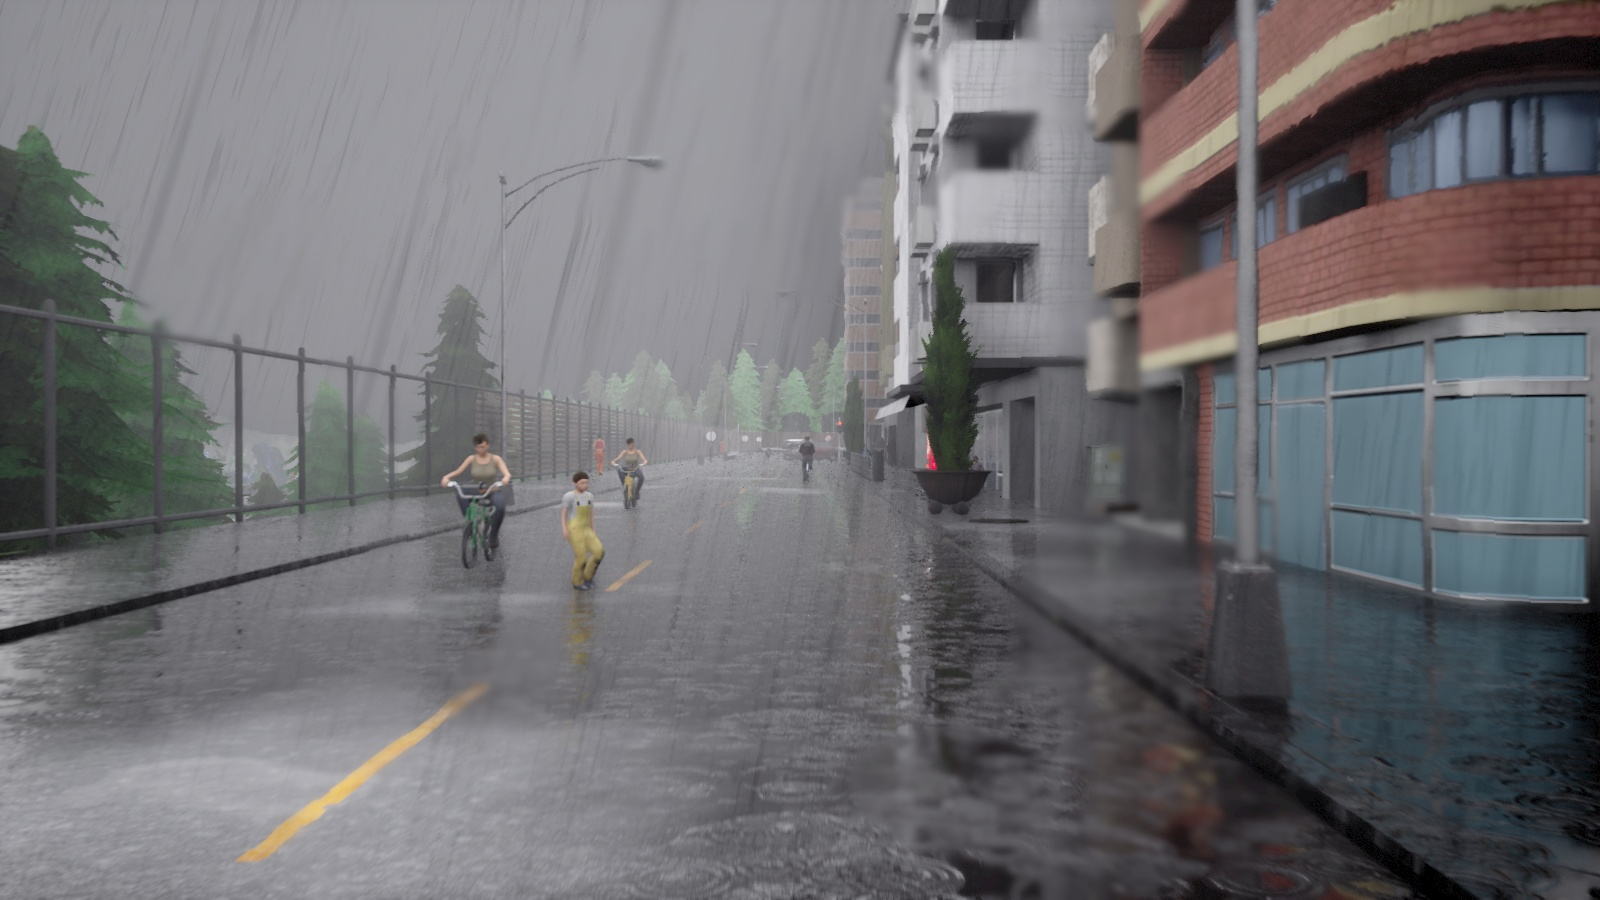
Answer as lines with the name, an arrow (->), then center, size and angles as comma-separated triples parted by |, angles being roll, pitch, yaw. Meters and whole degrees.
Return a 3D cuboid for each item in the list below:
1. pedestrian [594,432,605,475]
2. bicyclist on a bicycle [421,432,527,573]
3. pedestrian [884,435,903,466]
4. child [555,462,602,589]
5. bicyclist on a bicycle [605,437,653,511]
pedestrian -> -8.672, 0.144, 54.234 | 0.345, 1.836, 0.594 | 0, 0, 3
bicyclist on a bicycle -> -3.895, 0.595, 15.117 | 0.866, 1.612, 1.509 | 0, 0, 1
pedestrian -> 5.602, 0.036, 75.371 | 0.899, 1.844, 0.634 | 0, 0, -30
child -> -2.248, 0.753, 12.732 | 0.437, 1.263, 0.270 | 0, 0, 45
bicyclist on a bicycle -> -3.827, 0.521, 28.143 | 0.866, 1.612, 1.509 | 0, 0, 0
